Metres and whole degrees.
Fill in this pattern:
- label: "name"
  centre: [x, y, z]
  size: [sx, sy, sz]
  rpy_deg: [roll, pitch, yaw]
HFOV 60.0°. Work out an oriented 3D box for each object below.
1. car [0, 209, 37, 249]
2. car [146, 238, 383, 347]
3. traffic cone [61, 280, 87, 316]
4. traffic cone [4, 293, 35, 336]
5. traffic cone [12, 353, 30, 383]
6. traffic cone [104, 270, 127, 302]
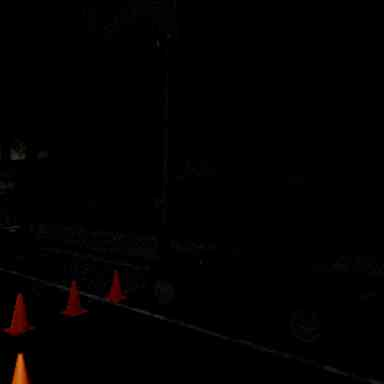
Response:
- label: "car"
  centre: [-7.808, 1.360, 12.758]
  size: [4.097, 1.590, 1.967]
  rpy_deg: [1, 1, 36]
- label: "car"
  centre: [1.106, 1.559, 6.297]
  size: [4.507, 1.381, 1.887]
  rpy_deg: [1, 1, 36]
- label: "traffic cone"
  centre: [-2.190, 1.935, 6.179]
  size: [0.340, 0.580, 0.340]
  rpy_deg: [1, 0, 36]
- label: "traffic cone"
  centre: [-2.777, 1.929, 5.370]
  size: [0.340, 0.580, 0.340]
  rpy_deg: [1, 0, 36]
- label: "traffic cone"
  centre: [-1.746, 1.940, 3.387]
  size: [0.340, 0.580, 0.340]
  rpy_deg: [1, 0, 36]
- label: "traffic cone"
  centre: [-1.604, 1.941, 6.989]
  size: [0.340, 0.580, 0.340]
  rpy_deg: [1, 0, 36]
